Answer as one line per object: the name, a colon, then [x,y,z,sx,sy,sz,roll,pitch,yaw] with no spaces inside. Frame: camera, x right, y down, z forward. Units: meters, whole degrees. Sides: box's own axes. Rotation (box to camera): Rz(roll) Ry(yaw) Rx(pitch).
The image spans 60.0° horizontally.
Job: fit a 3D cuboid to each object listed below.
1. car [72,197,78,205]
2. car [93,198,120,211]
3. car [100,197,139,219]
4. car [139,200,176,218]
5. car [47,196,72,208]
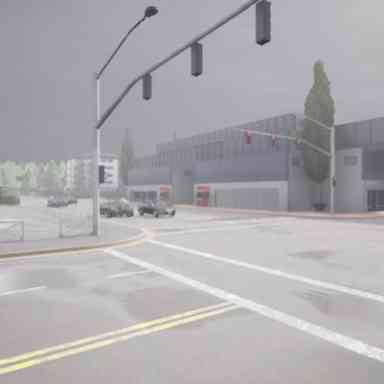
car: [-20.992,1.455,56.723,1.882,1.535,5.008,0,0,-34]
car: [-10.675,1.495,41.177,1.812,1.442,4.674,0,1,-34]
car: [-6.811,1.329,29.146,2.097,1.767,4.553,0,0,-34]
car: [-3.254,1.461,30.143,2.128,1.511,4.902,0,0,-34]
car: [-19.298,1.326,47.784,2.097,1.767,4.553,0,0,-34]
